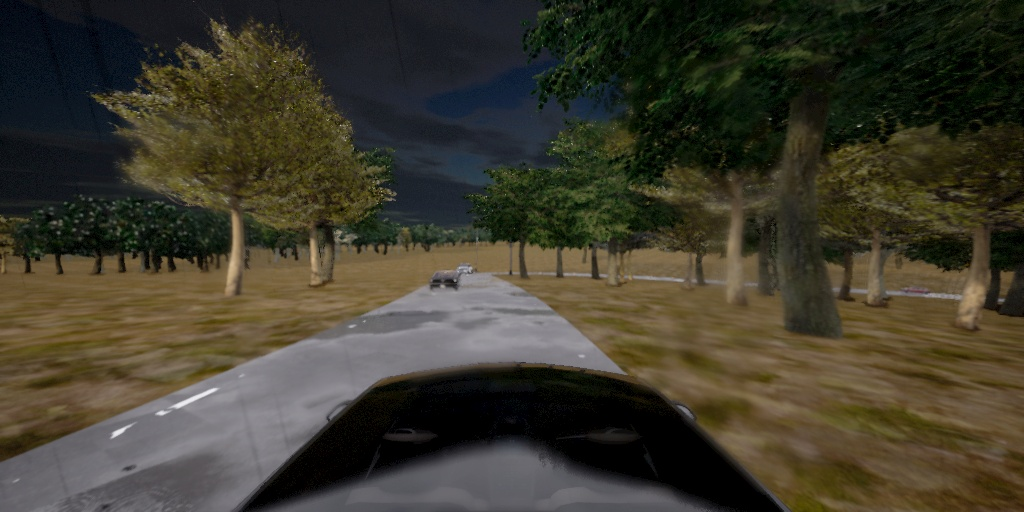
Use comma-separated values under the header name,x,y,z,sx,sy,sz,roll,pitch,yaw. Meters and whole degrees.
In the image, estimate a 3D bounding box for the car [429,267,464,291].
name,x,y,z,sx,sy,sz,roll,pitch,yaw
car,-4.487,1.641,24.384,1.895,1.301,4.718,0,-1,-6
